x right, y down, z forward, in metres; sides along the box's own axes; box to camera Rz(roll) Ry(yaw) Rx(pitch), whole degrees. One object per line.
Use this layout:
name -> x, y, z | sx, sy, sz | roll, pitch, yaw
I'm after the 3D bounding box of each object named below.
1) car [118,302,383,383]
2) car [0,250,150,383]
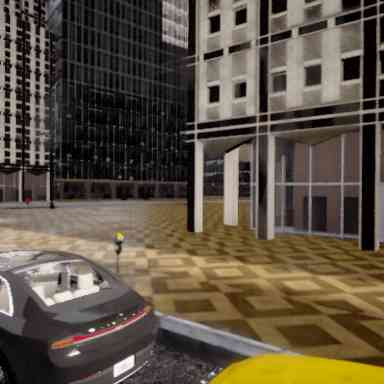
car -> 2.013, 1.536, 1.441 | 4.829, 1.417, 1.752 | 1, 0, 35
car -> -2.462, 1.495, 4.634 | 4.403, 1.369, 2.008 | 1, 0, 35
